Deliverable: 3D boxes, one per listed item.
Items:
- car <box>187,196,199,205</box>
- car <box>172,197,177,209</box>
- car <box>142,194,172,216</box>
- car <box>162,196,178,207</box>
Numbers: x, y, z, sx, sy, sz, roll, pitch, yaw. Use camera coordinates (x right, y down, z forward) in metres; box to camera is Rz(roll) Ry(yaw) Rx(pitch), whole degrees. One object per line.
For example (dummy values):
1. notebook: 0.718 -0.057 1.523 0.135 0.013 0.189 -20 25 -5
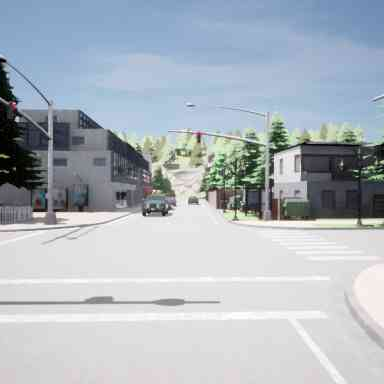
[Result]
1. car: 0.251 1.505 59.507 1.837 1.490 4.892 0 0 0
2. car: -3.491 1.492 42.704 2.128 1.511 4.902 0 0 0
3. car: -3.519 1.221 32.654 2.150 2.045 5.566 0 0 0
4. car: -3.448 1.492 52.972 2.128 1.511 4.902 0 0 0
